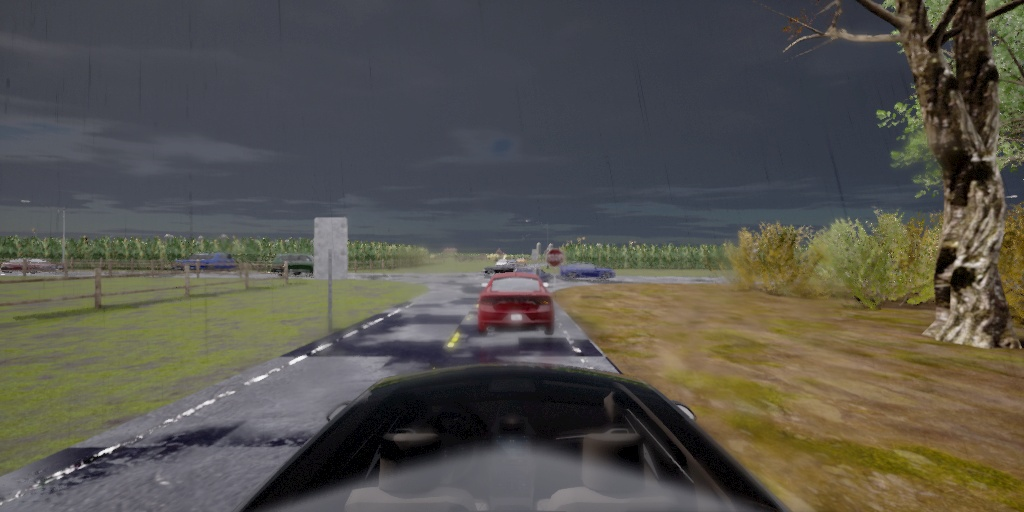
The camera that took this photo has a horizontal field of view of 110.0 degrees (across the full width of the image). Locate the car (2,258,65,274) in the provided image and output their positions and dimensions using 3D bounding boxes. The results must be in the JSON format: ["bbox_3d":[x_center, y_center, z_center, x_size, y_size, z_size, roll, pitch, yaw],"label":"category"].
[{"bbox_3d":[-44.701,0.938,33.531,4.674,1.442,1.812,0,0,3],"label":"car"}]

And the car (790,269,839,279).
[{"bbox_3d":[28.067,1.517,32.467,4.718,1.301,1.895,0,0,6],"label":"car"}]

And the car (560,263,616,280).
[{"bbox_3d":[6.445,1.301,30.717,4.674,1.442,1.812,0,0,4],"label":"car"}]

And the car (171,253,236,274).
[{"bbox_3d":[-31.354,0.742,36.560,5.566,2.045,2.150,1,0,2],"label":"car"}]

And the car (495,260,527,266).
[{"bbox_3d":[-0.389,1.338,34.927,4.718,1.301,1.895,0,0,4],"label":"car"}]

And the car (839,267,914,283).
[{"bbox_3d":[29.594,1.445,28.588,4.674,1.442,1.812,1,0,6],"label":"car"}]

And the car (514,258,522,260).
[{"bbox_3d":[0.002,1.278,63.592,2.033,1.411,5.357,0,0,9],"label":"car"}]

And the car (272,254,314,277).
[{"bbox_3d":[-18.510,0.826,32.291,5.566,2.045,2.150,0,0,3],"label":"car"}]

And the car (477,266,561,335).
[{"bbox_3d":[0.105,1.221,10.498,1.882,1.535,5.008,0,0,0],"label":"car"}]

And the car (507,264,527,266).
[{"bbox_3d":[1.060,1.337,21.565,1.895,1.301,4.718,0,0,15],"label":"car"}]
